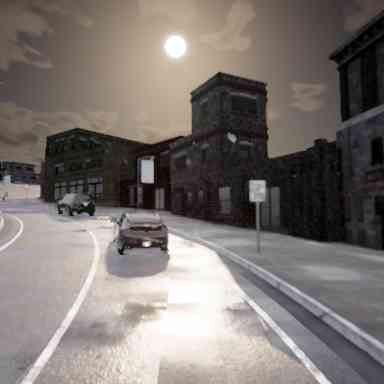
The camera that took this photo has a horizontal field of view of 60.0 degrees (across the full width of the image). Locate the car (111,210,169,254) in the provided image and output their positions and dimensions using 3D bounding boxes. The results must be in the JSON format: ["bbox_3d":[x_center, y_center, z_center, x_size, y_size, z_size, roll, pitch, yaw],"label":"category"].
[{"bbox_3d":[-2.202,1.521,13.708,1.837,1.490,4.892,1,0,-16],"label":"car"}]

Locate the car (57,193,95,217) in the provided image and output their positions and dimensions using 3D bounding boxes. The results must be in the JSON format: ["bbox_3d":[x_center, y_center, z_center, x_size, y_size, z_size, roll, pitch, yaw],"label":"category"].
[{"bbox_3d":[-10.811,1.162,30.877,2.150,2.045,5.566,3,-1,-37],"label":"car"}]
